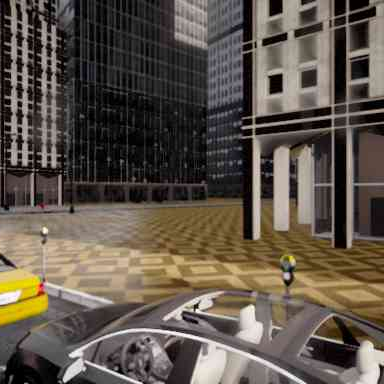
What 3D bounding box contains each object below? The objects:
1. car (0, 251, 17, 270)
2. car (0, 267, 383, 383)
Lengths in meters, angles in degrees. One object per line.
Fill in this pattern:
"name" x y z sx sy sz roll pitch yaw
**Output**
"car" -4.607 1.514 6.162 4.829 1.417 1.752 0 0 35
"car" 0.149 1.549 2.770 4.403 1.369 2.008 0 0 35
